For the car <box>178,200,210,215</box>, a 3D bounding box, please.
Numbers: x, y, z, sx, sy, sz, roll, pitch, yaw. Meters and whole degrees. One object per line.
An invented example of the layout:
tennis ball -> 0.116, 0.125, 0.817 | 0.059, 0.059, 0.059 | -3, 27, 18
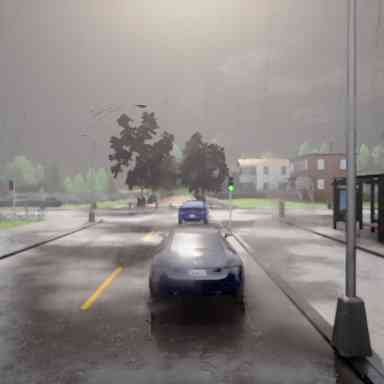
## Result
car -> 0.210, 1.299, 22.950 | 1.882, 1.535, 5.008 | 0, 0, 5

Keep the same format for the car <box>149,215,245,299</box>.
car -> 0.084, 1.498, 8.361 | 1.994, 1.385, 4.181 | 0, 0, -1
